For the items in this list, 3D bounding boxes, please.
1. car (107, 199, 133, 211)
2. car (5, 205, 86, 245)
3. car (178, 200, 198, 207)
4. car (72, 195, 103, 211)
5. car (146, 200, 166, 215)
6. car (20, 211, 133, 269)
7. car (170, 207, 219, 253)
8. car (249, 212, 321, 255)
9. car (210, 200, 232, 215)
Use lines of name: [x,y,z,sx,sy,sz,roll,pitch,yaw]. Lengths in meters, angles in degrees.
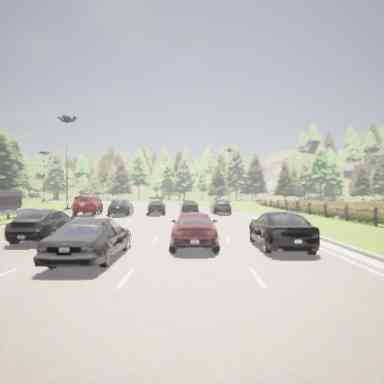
car: [-7.238,1.502,33.924,2.097,1.767,4.553,0,0,-4]
car: [-6.904,1.577,15.868,1.837,1.490,4.892,0,0,0]
car: [-0.367,1.666,36.208,1.837,1.490,4.892,1,0,-5]
car: [-10.702,1.375,34.408,2.150,2.045,5.566,0,0,-4]
car: [-3.884,1.666,36.200,1.837,1.490,4.892,1,0,-6]
car: [-3.405,1.599,11.361,2.033,1.411,5.357,0,0,0]
car: [0.097,1.588,13.939,1.812,1.442,4.674,0,0,0]
car: [3.596,1.539,13.723,1.882,1.535,5.008,0,0,0]
car: [3.077,1.654,36.597,2.128,1.511,4.902,0,0,-5]
